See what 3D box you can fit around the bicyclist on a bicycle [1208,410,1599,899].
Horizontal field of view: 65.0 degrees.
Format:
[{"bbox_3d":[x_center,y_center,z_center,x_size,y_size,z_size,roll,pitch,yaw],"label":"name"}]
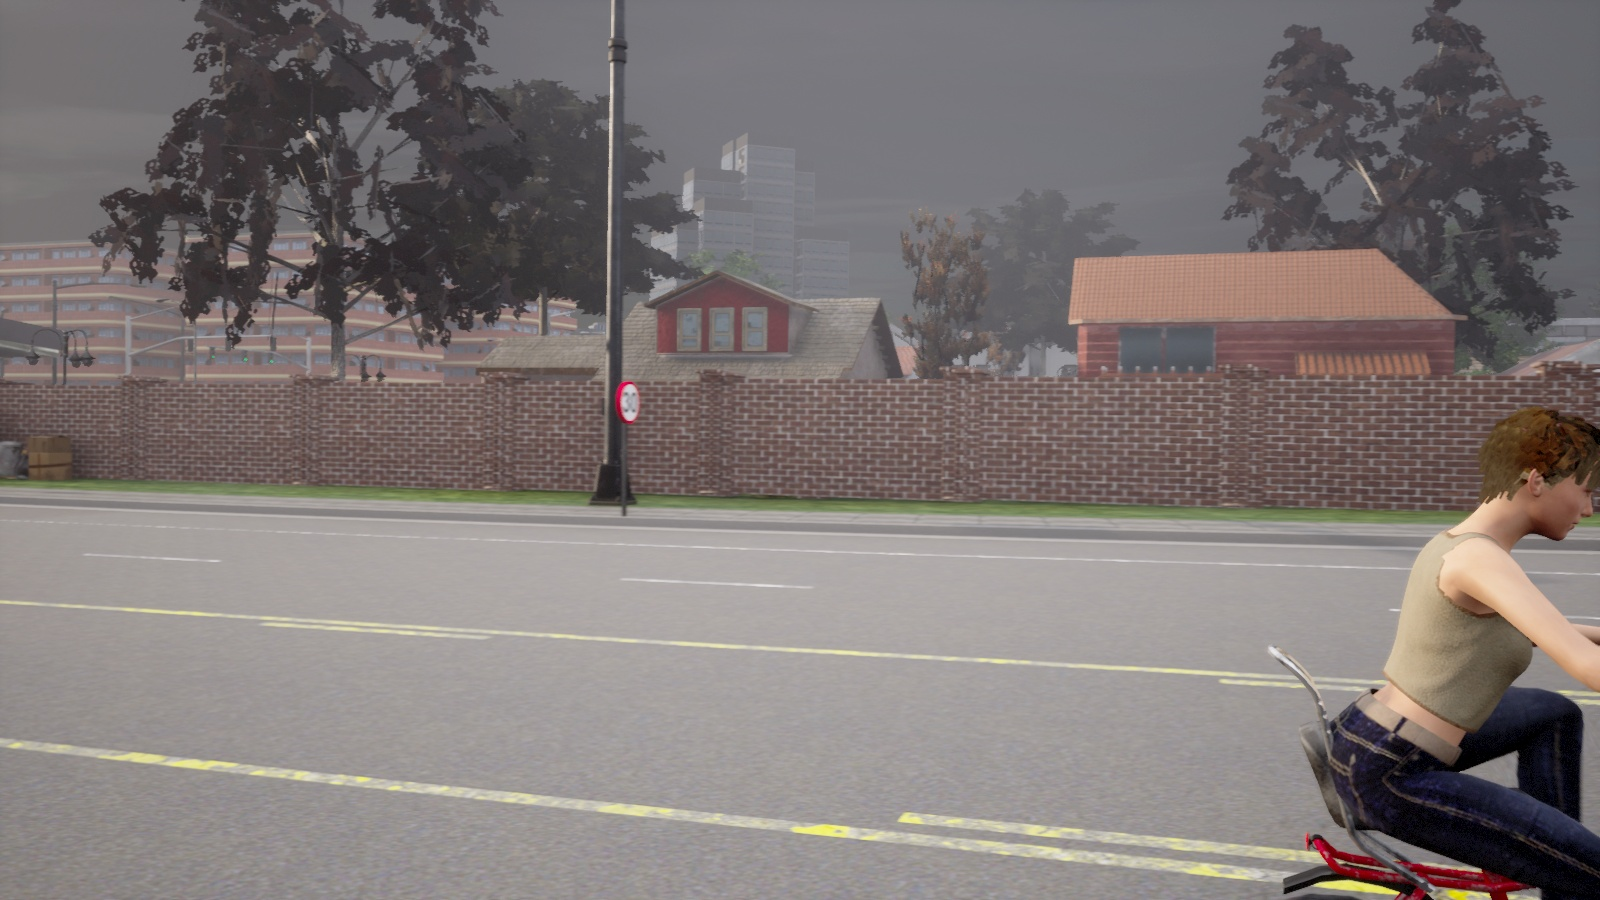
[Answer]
[{"bbox_3d":[1.652,0.729,2.632,1.509,1.612,0.866,1,1,18],"label":"bicyclist on a bicycle"}]
